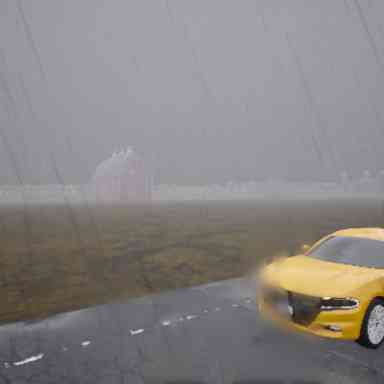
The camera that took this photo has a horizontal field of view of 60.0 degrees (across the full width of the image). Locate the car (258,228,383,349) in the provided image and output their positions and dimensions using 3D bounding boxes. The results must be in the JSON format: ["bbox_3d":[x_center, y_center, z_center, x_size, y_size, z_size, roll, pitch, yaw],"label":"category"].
[{"bbox_3d":[3.433,1.479,6.441,5.008,1.535,1.882,0,0,-36],"label":"car"}]
